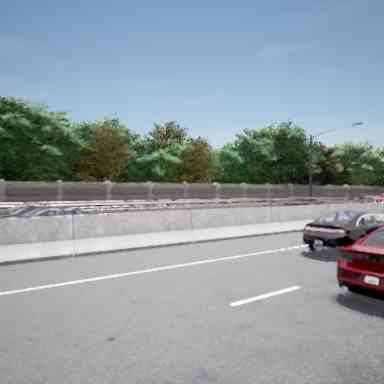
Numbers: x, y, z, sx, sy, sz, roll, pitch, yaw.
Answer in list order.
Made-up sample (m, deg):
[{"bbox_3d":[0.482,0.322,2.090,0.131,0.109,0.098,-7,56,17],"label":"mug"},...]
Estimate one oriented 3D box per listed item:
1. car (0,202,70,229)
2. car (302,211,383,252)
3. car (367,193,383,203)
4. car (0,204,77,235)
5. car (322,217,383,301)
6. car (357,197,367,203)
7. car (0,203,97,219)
[{"bbox_3d":[-10.885,1.468,21.998,4.902,1.511,2.128,0,0,-35],"label":"car"},{"bbox_3d":[6.154,1.444,12.337,4.902,1.511,2.128,0,0,-35],"label":"car"},{"bbox_3d":[25.277,1.081,42.406,5.566,2.045,2.150,0,0,-33],"label":"car"},{"bbox_3d":[-9.204,1.505,18.901,4.674,1.442,1.812,0,0,-35],"label":"car"},{"bbox_3d":[5.291,1.445,7.464,5.008,1.535,1.882,0,0,-35],"label":"car"},{"bbox_3d":[25.025,1.361,46.402,4.892,1.490,1.837,0,0,-33],"label":"car"},{"bbox_3d":[-7.006,1.471,16.167,4.902,1.511,2.128,0,0,-35],"label":"car"}]
